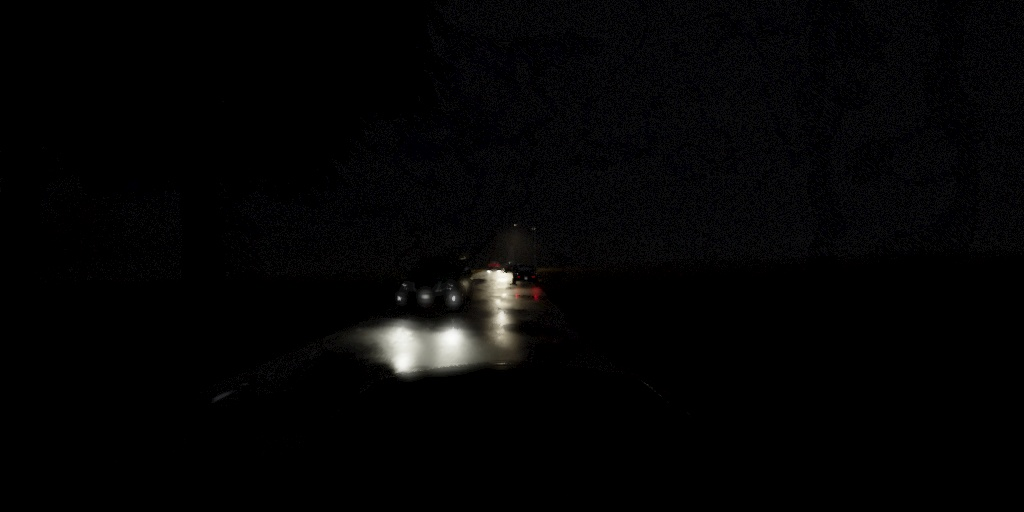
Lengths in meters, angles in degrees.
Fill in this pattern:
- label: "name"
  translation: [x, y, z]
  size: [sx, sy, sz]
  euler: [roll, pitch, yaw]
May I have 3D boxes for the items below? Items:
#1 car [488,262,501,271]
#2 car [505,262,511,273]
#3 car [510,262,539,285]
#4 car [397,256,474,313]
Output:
- label: "car"
  translation: [-2.775, 1.603, 56.931]
  size: [1.812, 1.442, 4.674]
  euler: [0, 0, 1]
- label: "car"
  translation: [0.043, 1.558, 48.523]
  size: [1.994, 1.385, 4.181]
  euler: [0, 0, 1]
- label: "car"
  translation: [0.973, 1.367, 27.141]
  size: [1.812, 1.442, 4.674]
  euler: [0, 0, 0]
- label: "car"
  translation: [-2.844, 0.998, 14.554]
  size: [2.150, 2.045, 5.566]
  euler: [0, 0, 0]
